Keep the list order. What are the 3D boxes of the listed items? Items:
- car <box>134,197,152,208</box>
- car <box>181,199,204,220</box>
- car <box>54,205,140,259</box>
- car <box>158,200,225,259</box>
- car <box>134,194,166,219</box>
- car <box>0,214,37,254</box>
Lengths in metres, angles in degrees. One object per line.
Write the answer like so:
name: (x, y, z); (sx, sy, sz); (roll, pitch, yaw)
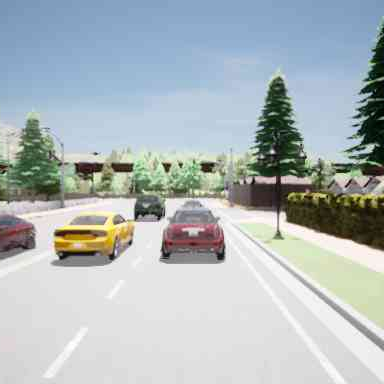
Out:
car: (-7.086, 1.500, 48.285); (1.994, 1.385, 4.181); (0, 0, 0)
car: (0.067, 1.468, 28.955); (1.837, 1.490, 4.892); (0, 1, 0)
car: (-3.440, 1.461, 12.558); (1.882, 1.535, 5.008); (0, 0, 0)
car: (0.062, 1.335, 12.736); (2.097, 1.767, 4.553); (0, 0, 0)
car: (-3.438, 1.187, 27.748); (2.150, 2.045, 5.566); (0, 0, 0)
car: (-7.073, 1.510, 11.471); (1.812, 1.442, 4.674); (0, 0, 0)
